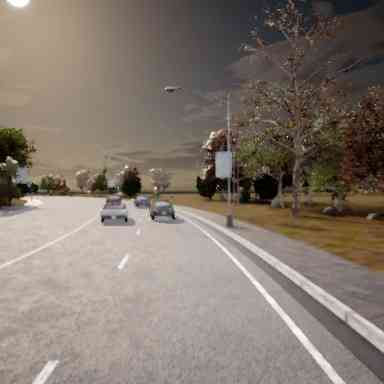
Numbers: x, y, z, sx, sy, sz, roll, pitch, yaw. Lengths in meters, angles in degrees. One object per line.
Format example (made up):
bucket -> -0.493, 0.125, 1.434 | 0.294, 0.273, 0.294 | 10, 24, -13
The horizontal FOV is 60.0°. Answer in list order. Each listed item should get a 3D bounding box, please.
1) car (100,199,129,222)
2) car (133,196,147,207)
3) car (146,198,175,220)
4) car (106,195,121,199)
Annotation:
car -> -5.687, 1.449, 24.831 | 1.895, 1.301, 4.718 | 0, 0, -10
car -> -6.697, 1.247, 44.221 | 1.812, 1.442, 4.674 | 0, 0, -17
car -> -2.419, 1.354, 26.440 | 1.812, 1.442, 4.674 | 0, 1, -10
car -> -10.494, 1.202, 44.635 | 1.882, 1.535, 5.008 | 0, 0, -17
